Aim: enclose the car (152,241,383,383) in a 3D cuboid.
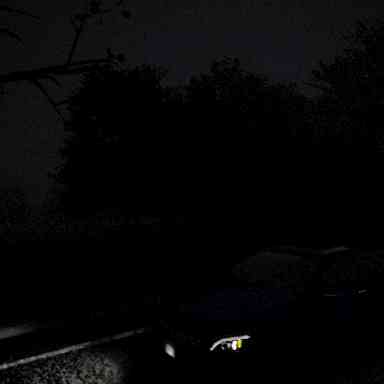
[{"bbox_3d":[1.647,1.553,5.170,4.674,1.442,1.812,0,0,-36],"label":"car"}]
